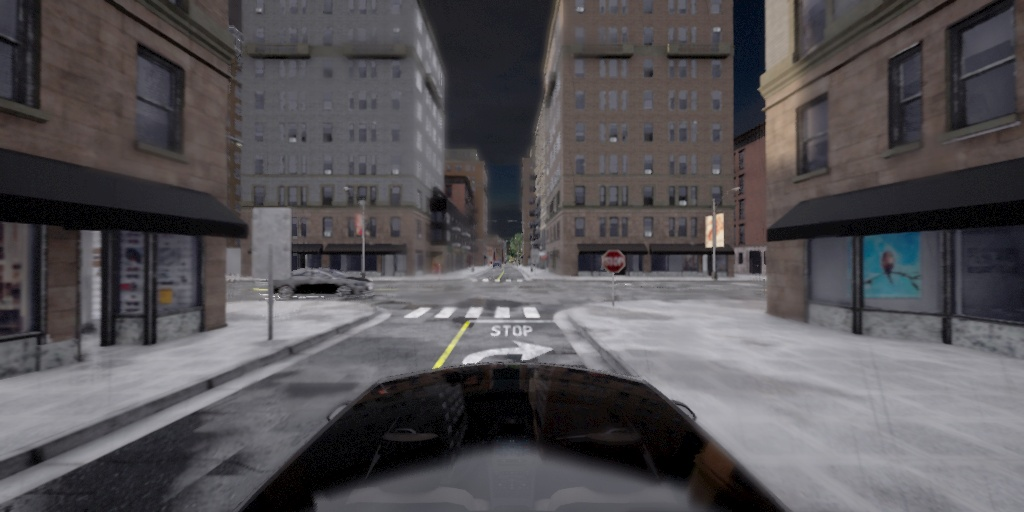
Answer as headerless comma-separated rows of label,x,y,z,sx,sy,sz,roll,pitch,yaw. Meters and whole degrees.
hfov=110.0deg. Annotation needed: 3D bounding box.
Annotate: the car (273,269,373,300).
car,-9.792,1.410,18.607,4.902,1.511,2.128,0,0,0
